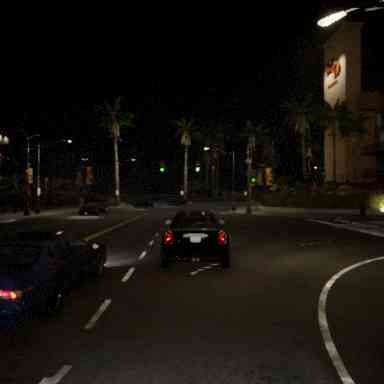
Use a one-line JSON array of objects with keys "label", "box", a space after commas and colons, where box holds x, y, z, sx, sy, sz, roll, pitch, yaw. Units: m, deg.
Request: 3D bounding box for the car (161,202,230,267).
[{"label": "car", "box": [0.107, 1.421, 11.813, 2.097, 1.767, 4.553, 0, 0, 0]}]

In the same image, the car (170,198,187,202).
[{"label": "car", "box": [-2.573, 1.888, 62.151, 1.812, 1.442, 4.674, 0, 0, 32]}]

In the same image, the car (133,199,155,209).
[{"label": "car", "box": [-7.500, 1.810, 52.105, 1.837, 1.490, 4.892, 0, -1, 20]}]

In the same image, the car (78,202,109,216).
[{"label": "car", "box": [-10.410, 1.755, 35.582, 2.033, 1.411, 5.357, 0, 0, 2]}]

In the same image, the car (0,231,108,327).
[{"label": "car", "box": [-3.396, 1.592, 7.438, 2.033, 1.411, 5.357, 0, 0, 0]}]
